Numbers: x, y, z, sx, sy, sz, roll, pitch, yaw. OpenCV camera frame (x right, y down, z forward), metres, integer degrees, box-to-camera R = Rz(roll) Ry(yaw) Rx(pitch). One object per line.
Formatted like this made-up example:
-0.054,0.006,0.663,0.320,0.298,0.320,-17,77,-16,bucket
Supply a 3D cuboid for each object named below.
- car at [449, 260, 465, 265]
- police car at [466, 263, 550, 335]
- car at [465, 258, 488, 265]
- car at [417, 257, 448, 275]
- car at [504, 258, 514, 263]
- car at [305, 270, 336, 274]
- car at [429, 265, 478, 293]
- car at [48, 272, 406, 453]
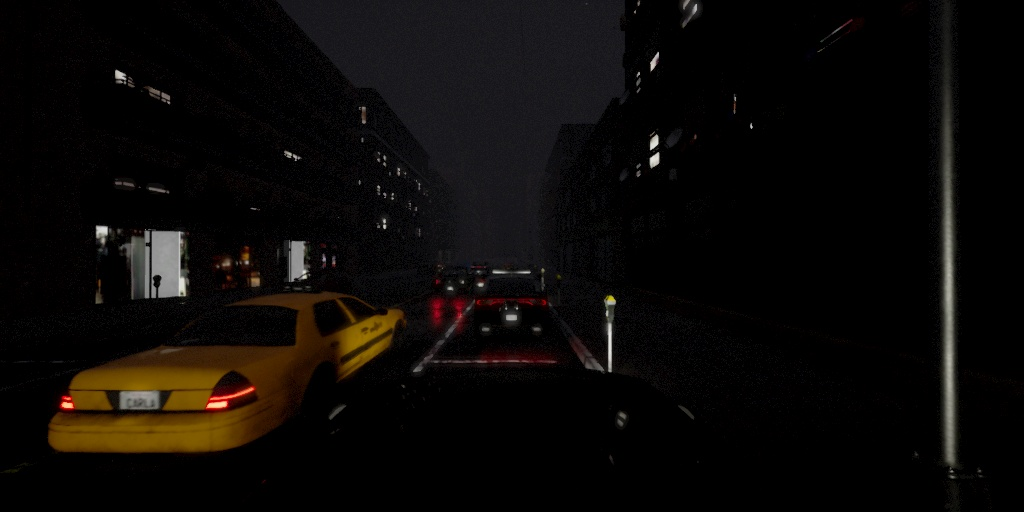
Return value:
-6.199,1.226,44.654,1.882,1.535,5.008,0,0,0,car
-0.011,1.175,10.609,1.930,1.638,5.238,0,0,0,police car
-3.102,1.242,36.041,2.128,1.511,4.902,0,0,0,car
-8.837,1.064,39.007,2.192,1.841,5.009,0,0,0,car
-0.456,1.275,39.173,1.751,1.417,4.829,0,0,0,car
-8.837,1.333,16.462,1.802,1.307,4.207,0,0,0,car
-3.110,1.351,20.427,1.895,1.301,4.718,0,0,1,car
-3.146,1.206,5.593,1.801,1.575,5.366,0,0,0,car
